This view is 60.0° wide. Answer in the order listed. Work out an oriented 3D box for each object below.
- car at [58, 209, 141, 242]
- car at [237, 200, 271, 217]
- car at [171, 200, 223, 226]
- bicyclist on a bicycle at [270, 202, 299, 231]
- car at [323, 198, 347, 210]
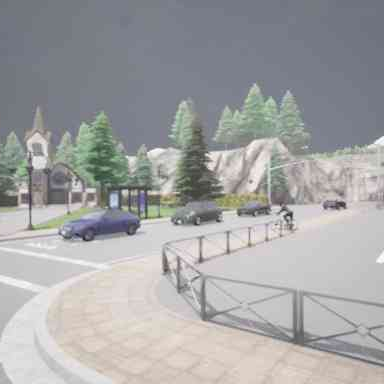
[{"bbox_3d":[-4.707,1.659,17.547,1.812,1.442,4.674,-1,0,35],"label":"car"},{"bbox_3d":[6.208,1.613,33.135,1.882,1.535,5.008,-1,0,35],"label":"car"},{"bbox_3d":[0.411,1.487,24.864,2.097,1.767,4.553,-1,0,35],"label":"car"},{"bbox_3d":[5.104,1.371,18.526,1.656,1.620,0.582,-1,-1,35],"label":"bicyclist on a bicycle"},{"bbox_3d":[19.122,1.594,44.465,2.128,1.511,4.902,-1,0,42],"label":"car"}]
